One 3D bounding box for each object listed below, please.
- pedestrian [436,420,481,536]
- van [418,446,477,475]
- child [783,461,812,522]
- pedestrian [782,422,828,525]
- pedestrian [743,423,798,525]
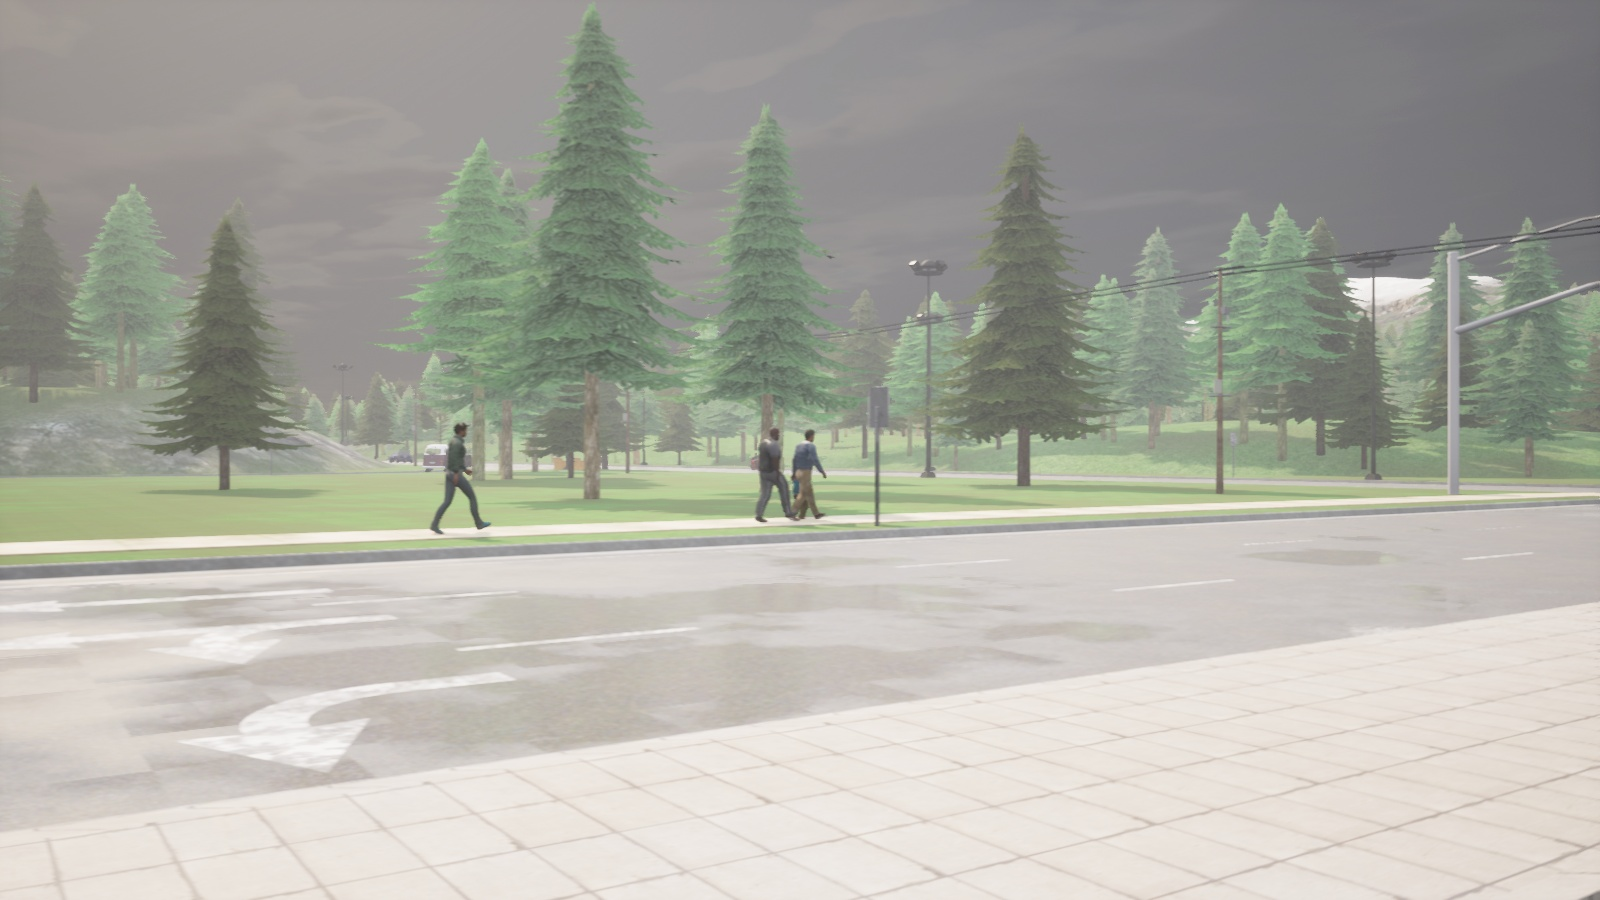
[{"bbox_3d":[-5.513,0.445,20.258,0.614,1.847,0.353,0,0,-34],"label":"pedestrian"},{"bbox_3d":[-25.132,0.741,89.623,2.069,2.038,4.480,0,0,14],"label":"van"},{"bbox_3d":[-0.050,0.825,24.931,0.448,1.192,0.343,0,0,-35],"label":"child"},{"bbox_3d":[0.098,0.442,24.062,0.788,1.949,0.423,0,0,-32],"label":"pedestrian"},{"bbox_3d":[-0.556,0.443,23.553,0.849,1.883,0.563,0,0,-33],"label":"pedestrian"}]
